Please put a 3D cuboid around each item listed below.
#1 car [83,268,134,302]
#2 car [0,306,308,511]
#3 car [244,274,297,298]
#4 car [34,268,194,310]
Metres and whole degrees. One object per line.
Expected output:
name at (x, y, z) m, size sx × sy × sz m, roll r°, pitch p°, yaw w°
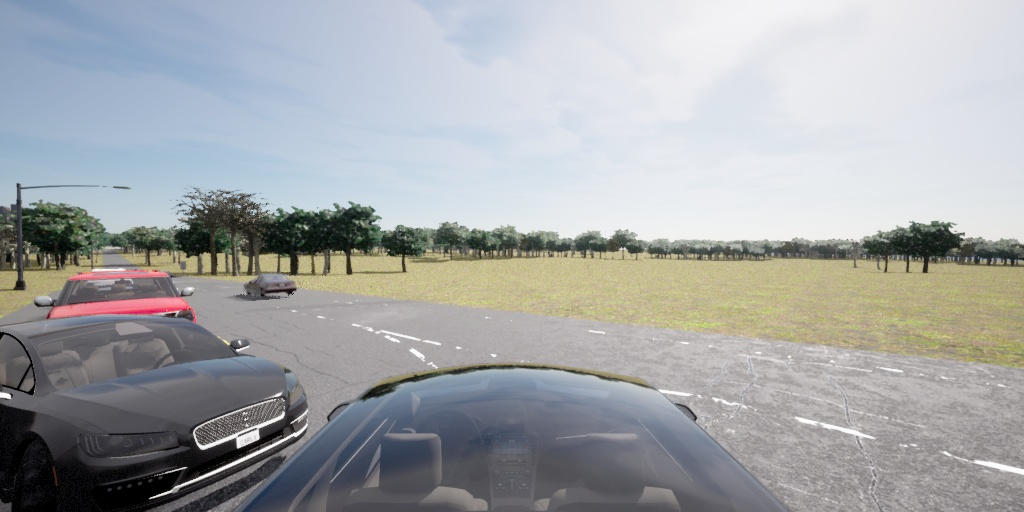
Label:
car at (-27.924, 1.886, 24.854) m, size 5.566 × 2.045 × 2.150 m, roll -2°, pitch 0°, yaw 41°
car at (-4.540, 1.445, 3.996) m, size 4.892 × 1.490 × 1.837 m, roll -3°, pitch -3°, yaw 21°
car at (-16.086, 1.915, 23.793) m, size 5.357 × 1.411 × 2.033 m, roll -2°, pitch 0°, yaw 41°
car at (-9.426, 1.384, 8.668) m, size 5.566 × 2.045 × 2.150 m, roll -2°, pitch 0°, yaw 41°
